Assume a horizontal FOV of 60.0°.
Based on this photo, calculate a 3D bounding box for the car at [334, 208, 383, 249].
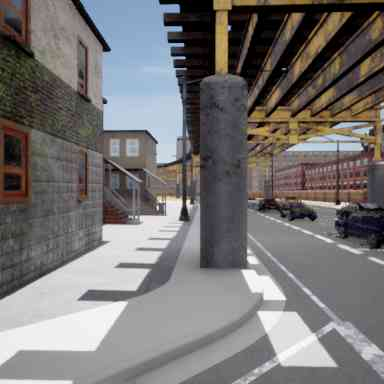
[{"bbox_3d":[8.010,1.599,14.517,1.895,1.301,4.718,0,0,2],"label":"car"}]

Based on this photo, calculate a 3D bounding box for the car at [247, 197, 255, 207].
[{"bbox_3d":[8.957,1.522,50.303,1.812,1.442,4.674,0,0,-2],"label":"car"}]

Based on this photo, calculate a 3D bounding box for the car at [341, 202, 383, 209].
[{"bbox_3d":[12.058,1.489,23.873,2.128,1.511,4.902,0,0,2],"label":"car"}]

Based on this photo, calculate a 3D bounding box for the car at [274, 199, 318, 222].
[{"bbox_3d":[8.478,1.546,27.003,2.033,1.411,5.357,0,0,2],"label":"car"}]

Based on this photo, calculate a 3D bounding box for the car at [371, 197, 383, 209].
[{"bbox_3d":[27.104,1.448,45.643,4.974,1.542,2.038,0,0,-28],"label":"car"}]

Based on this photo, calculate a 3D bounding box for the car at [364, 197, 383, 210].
[{"bbox_3d":[24.894,1.449,42.636,4.974,1.542,2.038,0,0,32],"label":"car"}]

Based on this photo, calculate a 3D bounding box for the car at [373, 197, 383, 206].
[{"bbox_3d":[27.150,1.291,45.667,4.536,1.218,1.853,0,0,-28],"label":"car"}]

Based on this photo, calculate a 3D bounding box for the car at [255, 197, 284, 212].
[{"bbox_3d":[8.884,1.503,38.416,1.837,1.490,4.892,0,0,2],"label":"car"}]

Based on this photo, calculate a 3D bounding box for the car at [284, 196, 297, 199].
[{"bbox_3d":[12.818,1.349,44.329,2.097,1.767,4.553,0,0,2],"label":"car"}]
